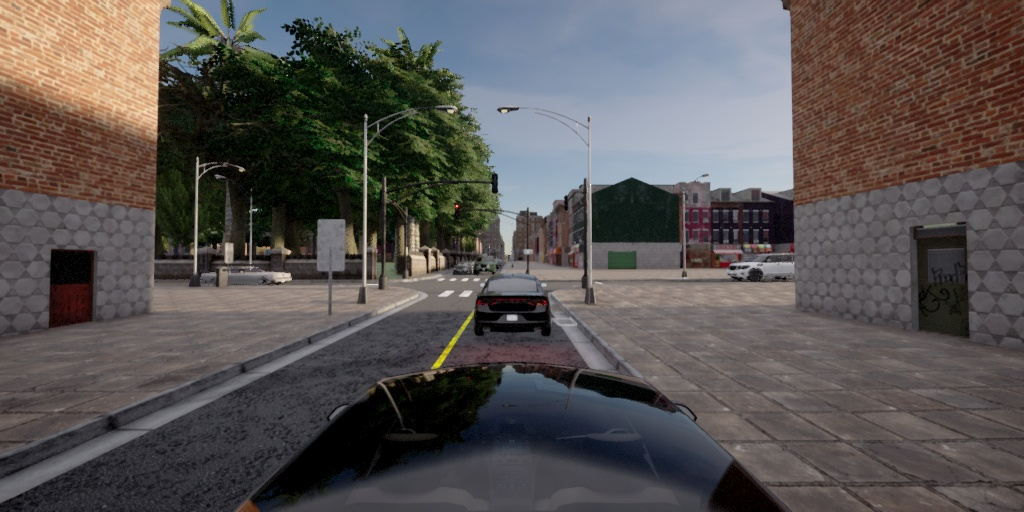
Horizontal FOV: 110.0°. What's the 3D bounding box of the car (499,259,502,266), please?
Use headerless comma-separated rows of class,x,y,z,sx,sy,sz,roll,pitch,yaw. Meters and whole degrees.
car,-2.990,1.272,55.878,1.882,1.535,5.008,0,0,0

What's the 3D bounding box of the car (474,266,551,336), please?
car,0.034,1.228,10.476,1.882,1.535,5.008,0,0,1

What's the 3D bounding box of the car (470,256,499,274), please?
car,-2.901,0.987,38.933,2.150,2.045,5.566,0,0,-1

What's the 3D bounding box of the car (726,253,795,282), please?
car,18.863,0.828,26.295,5.566,2.045,2.150,-1,-1,0

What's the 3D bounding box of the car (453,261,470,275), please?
car,-5.467,1.318,39.620,2.007,1.370,4.403,0,0,0

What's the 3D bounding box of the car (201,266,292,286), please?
car,-17.008,1.333,23.208,4.718,1.301,1.895,0,-1,0
